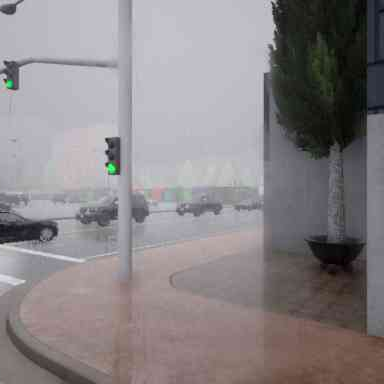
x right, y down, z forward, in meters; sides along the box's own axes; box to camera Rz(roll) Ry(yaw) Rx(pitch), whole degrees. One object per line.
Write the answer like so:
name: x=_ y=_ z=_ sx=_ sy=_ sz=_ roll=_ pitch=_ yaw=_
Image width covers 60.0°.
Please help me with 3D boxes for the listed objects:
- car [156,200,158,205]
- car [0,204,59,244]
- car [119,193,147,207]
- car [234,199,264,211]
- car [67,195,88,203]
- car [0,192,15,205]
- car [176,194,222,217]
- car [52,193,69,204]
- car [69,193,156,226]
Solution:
car: x=-7.135 y=1.395 z=52.039 sx=3.806 sy=1.475 sz=1.970 roll=0 pitch=0 yaw=35
car: x=-8.067 y=1.477 z=13.816 sx=1.882 sy=1.535 sz=5.008 roll=0 pitch=0 yaw=36
car: x=-8.820 y=1.156 z=49.684 sx=3.866 sy=1.878 sz=1.905 roll=0 pitch=0 yaw=35
car: x=7.197 y=1.547 z=40.625 sx=2.033 sy=1.411 sz=5.357 roll=0 pitch=0 yaw=37
car: x=-21.392 y=1.364 z=62.131 sx=3.905 sy=1.438 sz=1.784 roll=0 pitch=0 yaw=35
car: x=-20.146 y=1.156 z=33.658 sx=3.866 sy=1.878 sz=1.905 roll=0 pitch=0 yaw=35
car: x=0.798 y=1.221 z=32.111 sx=2.150 sy=2.045 sz=5.566 roll=0 pitch=0 yaw=37
car: x=-23.120 y=1.153 z=59.806 sx=4.605 sy=1.855 sz=1.932 roll=0 pitch=0 yaw=35
car: x=-5.471 y=1.221 z=23.707 sx=2.150 sy=2.045 sz=5.566 roll=0 pitch=0 yaw=36
